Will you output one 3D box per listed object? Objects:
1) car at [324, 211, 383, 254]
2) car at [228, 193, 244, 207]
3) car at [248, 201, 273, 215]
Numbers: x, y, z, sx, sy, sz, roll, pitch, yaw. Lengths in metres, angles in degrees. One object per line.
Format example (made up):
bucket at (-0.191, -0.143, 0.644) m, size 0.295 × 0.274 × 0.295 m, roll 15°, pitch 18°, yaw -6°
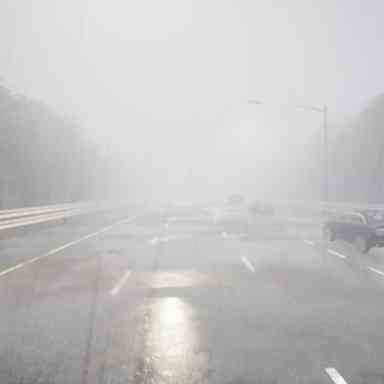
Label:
car at (7.003, 1.492, 13.459) m, size 2.128 × 1.511 × 4.902 m, roll 0°, pitch 0°, yaw 0°
car at (7.017, 1.255, 53.281) m, size 2.150 × 2.045 × 5.566 m, roll 0°, pitch 0°, yaw 0°
car at (7.005, 1.568, 34.276) m, size 1.994 × 1.385 × 4.181 m, roll 0°, pitch 0°, yaw 0°
